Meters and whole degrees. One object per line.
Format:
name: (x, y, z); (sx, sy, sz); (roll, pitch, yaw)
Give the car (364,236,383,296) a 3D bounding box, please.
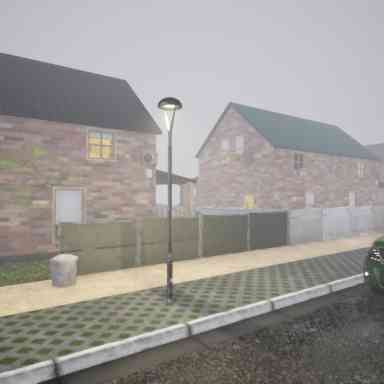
car: (6.146, 1.228, 7.483); (5.566, 2.045, 2.150); (0, 0, -36)
